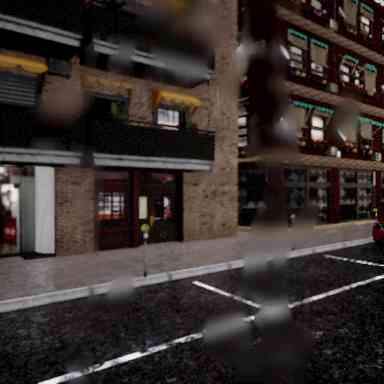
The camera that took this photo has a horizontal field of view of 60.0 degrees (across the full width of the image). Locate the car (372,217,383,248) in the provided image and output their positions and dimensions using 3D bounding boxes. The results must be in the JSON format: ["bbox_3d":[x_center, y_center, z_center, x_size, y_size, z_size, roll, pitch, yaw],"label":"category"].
[{"bbox_3d":[9.143,1.217,13.069,5.009,1.841,2.192,0,1,-35],"label":"car"}]
